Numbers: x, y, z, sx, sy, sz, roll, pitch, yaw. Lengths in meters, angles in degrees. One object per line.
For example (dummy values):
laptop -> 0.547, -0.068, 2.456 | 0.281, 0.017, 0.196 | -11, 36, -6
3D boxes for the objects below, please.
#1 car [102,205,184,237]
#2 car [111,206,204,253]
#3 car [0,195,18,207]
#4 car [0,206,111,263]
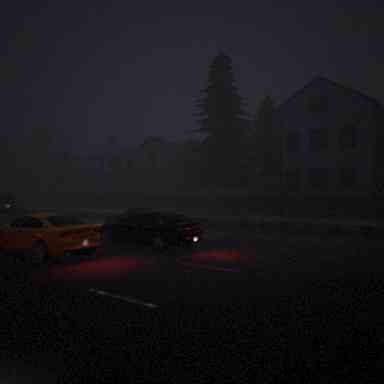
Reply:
car -> -2.863, 1.547, 18.909 | 4.674, 1.442, 1.812 | 0, 0, 35
car -> -1.832, 1.520, 13.893 | 4.892, 1.490, 1.837 | 0, 0, 36
car -> -17.609, 1.270, 29.439 | 5.566, 2.045, 2.150 | 0, 0, 35
car -> -5.458, 1.496, 12.181 | 5.008, 1.535, 1.882 | 0, 0, 36
